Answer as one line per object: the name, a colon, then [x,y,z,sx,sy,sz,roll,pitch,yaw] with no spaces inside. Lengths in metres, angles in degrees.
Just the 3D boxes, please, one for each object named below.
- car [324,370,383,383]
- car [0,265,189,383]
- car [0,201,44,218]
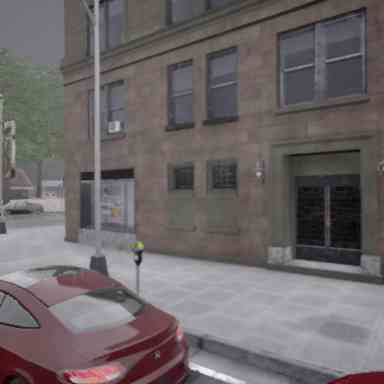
car: [2.520,1.531,1.013,4.507,1.381,1.887,-1,0,35]
car: [-1.972,1.618,4.216,4.206,1.307,1.802,-1,0,35]
car: [-16.949,1.674,32.284,2.128,1.511,4.902,-1,0,36]
